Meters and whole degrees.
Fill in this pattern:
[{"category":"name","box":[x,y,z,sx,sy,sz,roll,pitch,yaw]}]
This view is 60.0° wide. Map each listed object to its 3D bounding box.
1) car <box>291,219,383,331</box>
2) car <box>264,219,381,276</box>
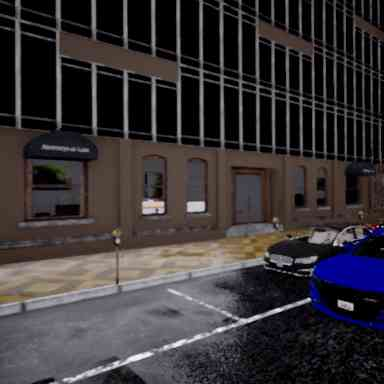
[{"category":"car","box":[4.384,1.477,6.654,5.008,1.535,1.882,0,0,-37]},{"category":"car","box":[3.928,1.565,9.548,4.403,1.369,2.008,0,0,-37]}]
